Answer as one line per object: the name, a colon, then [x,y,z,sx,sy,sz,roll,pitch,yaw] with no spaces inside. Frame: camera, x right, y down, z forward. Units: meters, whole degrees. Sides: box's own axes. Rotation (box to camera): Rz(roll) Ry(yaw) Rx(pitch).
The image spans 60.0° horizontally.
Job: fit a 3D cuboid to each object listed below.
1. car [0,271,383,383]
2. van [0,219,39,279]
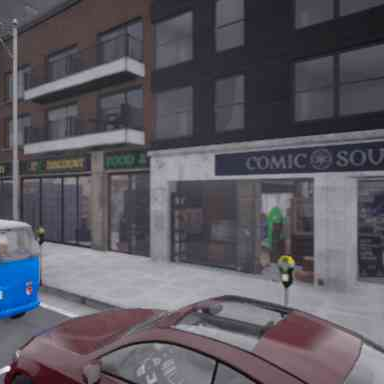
car: [0.150,1.579,2.742,4.206,1.307,1.802,0,0,35]
van: [-4.454,1.325,6.026,3.998,1.788,1.690,0,0,35]
